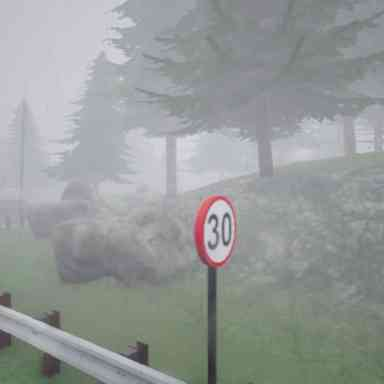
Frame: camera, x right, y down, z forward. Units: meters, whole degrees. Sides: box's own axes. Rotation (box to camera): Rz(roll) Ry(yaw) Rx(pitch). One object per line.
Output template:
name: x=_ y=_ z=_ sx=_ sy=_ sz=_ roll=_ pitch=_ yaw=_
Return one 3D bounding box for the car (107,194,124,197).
car: x=-6.708 y=1.176 z=32.713 sx=2.150 sy=2.045 sz=5.566 roll=0 pitch=0 yaw=39

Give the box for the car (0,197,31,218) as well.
car: x=-15.201 y=1.303 z=26.608 sx=2.097 sy=1.767 sz=4.553 roll=0 pitch=0 yaw=28
